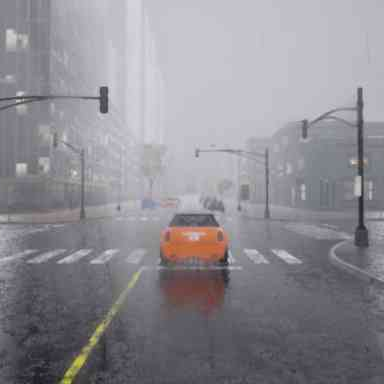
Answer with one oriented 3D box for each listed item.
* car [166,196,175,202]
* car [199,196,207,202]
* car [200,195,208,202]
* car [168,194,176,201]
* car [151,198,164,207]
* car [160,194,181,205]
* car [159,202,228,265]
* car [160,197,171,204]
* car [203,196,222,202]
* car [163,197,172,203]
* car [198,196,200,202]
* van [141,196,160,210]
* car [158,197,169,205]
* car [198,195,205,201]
[{"bbox_3d":[-5.695,1.812,89.420,2.008,1.369,4.403,1,0,0],"label":"car"},{"bbox_3d":[2.685,1.812,83.786,1.947,1.339,4.313,1,0,0],"label":"car"},{"bbox_3d":[2.697,1.463,49.743,2.192,1.841,5.009,1,0,0],"label":"car"},{"bbox_3d":[-5.692,1.593,95.094,2.192,1.841,5.009,1,0,0],"label":"car"},{"bbox_3d":[-5.688,1.689,55.206,1.752,1.417,4.829,1,0,0],"label":"car"},{"bbox_3d":[-3.094,1.496,48.339,2.097,1.767,4.553,0,0,0],"label":"car"},{"bbox_3d":[0.069,1.389,11.958,2.097,1.767,4.553,0,0,0],"label":"car"},{"bbox_3d":[-5.692,1.779,72.398,1.947,1.339,4.313,1,0,0],"label":"car"},{"bbox_3d":[2.696,1.556,38.394,1.967,1.590,4.097,1,0,0],"label":"car"},{"bbox_3d":[-5.694,1.795,78.072,1.947,1.339,4.313,1,0,0],"label":"car"},{"bbox_3d":[2.692,1.528,72.439,2.192,1.841,5.009,1,0,0],"label":"car"},{"bbox_3d":[-5.683,1.473,44.028,1.690,1.788,3.998,1,0,0],"label":"van"},{"bbox_3d":[-5.692,1.779,66.724,1.802,1.307,4.206,1,0,0],"label":"car"},{"bbox_3d":[2.685,1.718,95.134,1.967,1.590,4.097,1,0,0],"label":"car"}]
